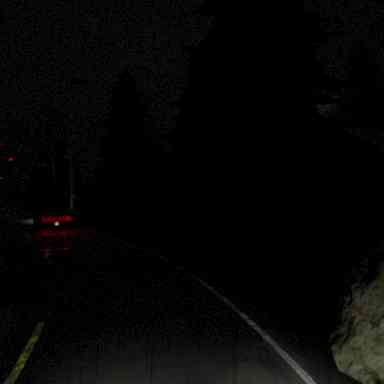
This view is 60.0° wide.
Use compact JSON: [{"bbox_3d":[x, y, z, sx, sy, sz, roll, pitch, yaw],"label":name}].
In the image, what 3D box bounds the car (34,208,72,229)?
[{"bbox_3d":[-9.656,1.736,22.855,1.895,1.301,4.718,-1,0,-31],"label":"car"}]
